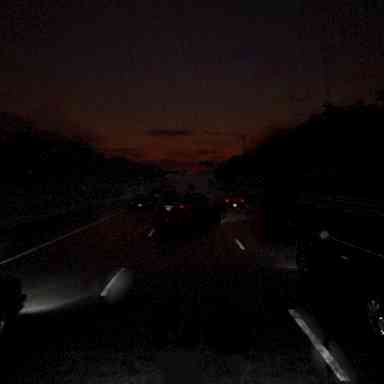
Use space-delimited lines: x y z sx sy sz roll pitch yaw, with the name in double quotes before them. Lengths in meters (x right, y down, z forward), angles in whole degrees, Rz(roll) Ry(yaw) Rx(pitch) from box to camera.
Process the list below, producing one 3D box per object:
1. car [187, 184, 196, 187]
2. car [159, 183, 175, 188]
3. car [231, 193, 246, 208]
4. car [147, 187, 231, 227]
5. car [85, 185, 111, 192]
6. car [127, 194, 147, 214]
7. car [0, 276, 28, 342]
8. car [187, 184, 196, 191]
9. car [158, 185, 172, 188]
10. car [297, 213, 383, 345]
"car" -0.167 -0.905 76.427 1.837 1.490 4.892 0 2 0
"car" -3.602 -0.220 46.754 2.150 2.045 5.566 0 2 0
"car" 3.535 0.691 29.811 1.895 1.301 4.718 0 2 0
"car" 0.013 0.797 18.232 2.097 1.767 4.553 1 2 34
"car" -14.180 0.046 50.307 1.895 1.301 4.718 0 2 0
"car" -3.555 0.810 24.744 1.994 1.385 4.181 0 2 0
"car" -3.507 1.462 2.752 2.033 1.411 5.357 0 2 0
"car" -0.188 -1.208 86.114 2.128 1.511 4.902 0 2 0
"car" -3.579 0.338 35.736 2.033 1.649 4.856 0 2 0
"car" 3.587 1.163 6.213 2.097 1.767 4.553 0 2 0
